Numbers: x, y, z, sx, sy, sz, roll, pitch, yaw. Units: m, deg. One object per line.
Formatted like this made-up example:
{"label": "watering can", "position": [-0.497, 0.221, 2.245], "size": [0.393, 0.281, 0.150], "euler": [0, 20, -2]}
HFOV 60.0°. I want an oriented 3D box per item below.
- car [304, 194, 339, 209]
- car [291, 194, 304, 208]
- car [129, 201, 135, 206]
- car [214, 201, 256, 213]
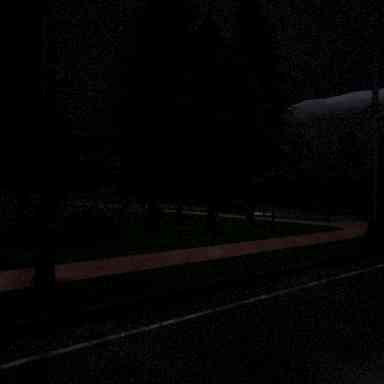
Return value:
{"label": "car", "position": [16.764, 1.157, 42.243], "size": [4.605, 1.855, 1.932], "euler": [0, 0, -37]}
{"label": "car", "position": [14.947, 1.159, 44.024], "size": [3.866, 1.878, 1.905], "euler": [0, 0, -37]}
{"label": "car", "position": [-9.746, 1.549, 55.565], "size": [1.994, 1.385, 4.181], "euler": [0, 0, -41]}
{"label": "car", "position": [4.594, 1.531, 36.926], "size": [2.033, 1.411, 5.357], "euler": [0, 0, -37]}
